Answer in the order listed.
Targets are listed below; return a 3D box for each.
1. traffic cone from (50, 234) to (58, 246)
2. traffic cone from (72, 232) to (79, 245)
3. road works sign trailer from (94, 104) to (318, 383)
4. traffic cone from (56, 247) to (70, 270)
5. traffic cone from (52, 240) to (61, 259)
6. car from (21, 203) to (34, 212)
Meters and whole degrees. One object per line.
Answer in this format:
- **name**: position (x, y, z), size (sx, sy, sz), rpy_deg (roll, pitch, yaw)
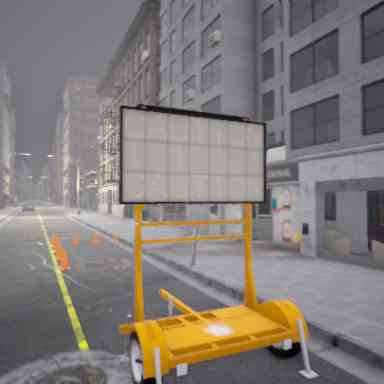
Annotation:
- **traffic cone**: position (-5.883, 2.268, 14.444), size (0.340, 0.580, 0.340), rpy_deg (1, -1, -26)
- **traffic cone**: position (-5.842, 2.315, 16.679), size (0.340, 0.580, 0.340), rpy_deg (1, -1, -26)
- **road works sign trailer**: position (0.009, 0.578, 5.107), size (2.380, 3.560, 2.880), rpy_deg (1, -1, -25)
- **traffic cone**: position (-4.160, 2.191, 10.835), size (0.340, 0.580, 0.340), rpy_deg (1, -1, -26)
- **traffic cone**: position (-5.022, 2.230, 12.640), size (0.340, 0.580, 0.340), rpy_deg (1, -1, -26)
- **car**: position (-28.106, 2.700, 57.002), size (1.837, 1.490, 4.892), rpy_deg (1, -1, -26)
